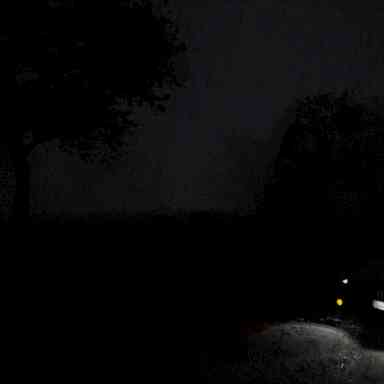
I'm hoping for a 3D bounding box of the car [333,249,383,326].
[{"bbox_3d":[4.594,1.618,6.366,4.181,1.385,1.994,1,0,-36],"label":"car"}]
